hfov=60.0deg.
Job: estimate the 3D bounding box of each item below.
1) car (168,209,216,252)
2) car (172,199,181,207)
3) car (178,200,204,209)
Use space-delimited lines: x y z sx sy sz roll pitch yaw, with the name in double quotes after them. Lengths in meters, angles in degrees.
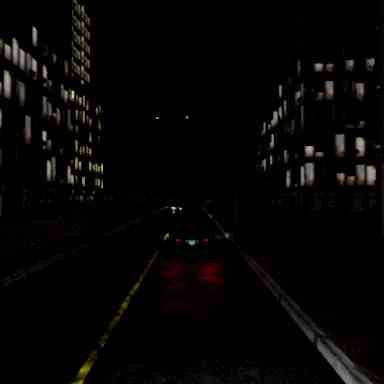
0.003 1.664 14.366 1.812 1.442 4.674 0 0 0 "car"
-2.780 2.175 64.906 1.837 1.490 4.892 0 -1 1 "car"
0.004 1.763 29.477 1.882 1.535 5.008 0 0 0 "car"
